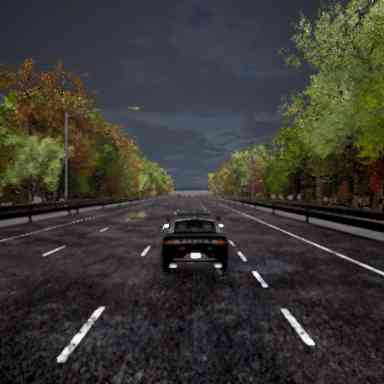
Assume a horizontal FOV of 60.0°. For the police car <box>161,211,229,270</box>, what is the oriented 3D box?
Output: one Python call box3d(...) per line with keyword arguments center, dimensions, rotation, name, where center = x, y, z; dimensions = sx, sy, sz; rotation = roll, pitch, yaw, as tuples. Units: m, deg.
box3d(center=(0.068, 1.447, 11.094), dimensions=(1.930, 1.638, 5.238), rotation=(0, -1, -1), name="police car")
